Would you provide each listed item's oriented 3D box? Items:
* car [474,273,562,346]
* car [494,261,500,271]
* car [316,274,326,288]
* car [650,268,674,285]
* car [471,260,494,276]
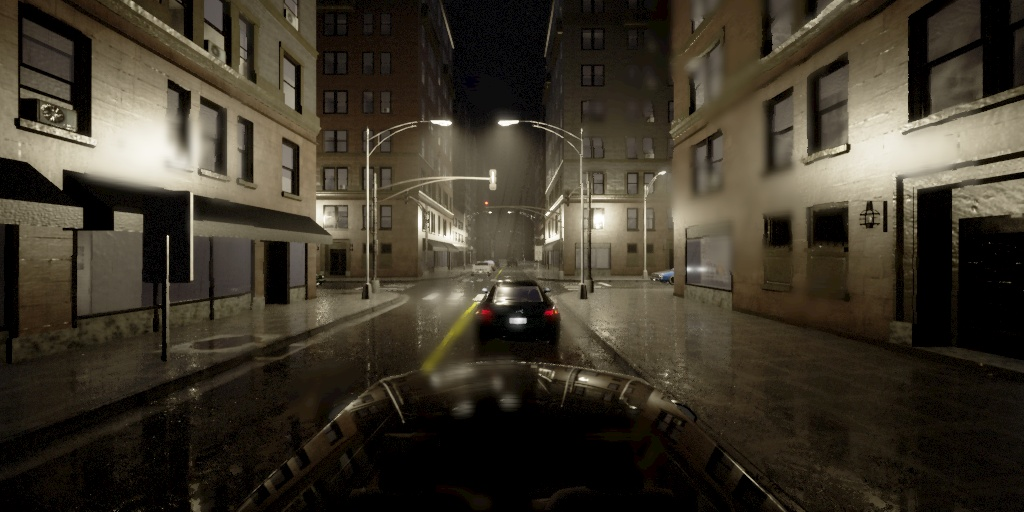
[{"bbox_3d":[0.114,1.314,9.458,1.994,1.385,4.181,0,0,-1],"label":"car"},{"bbox_3d":[-3.098,1.293,47.823,2.033,1.411,5.357,0,0,0],"label":"car"},{"bbox_3d":[-14.028,1.387,21.829,4.718,1.301,1.895,0,0,0],"label":"car"},{"bbox_3d":[12.613,1.261,25.119,5.357,1.411,2.033,0,0,0],"label":"car"},{"bbox_3d":[-3.110,1.274,37.295,1.812,1.442,4.674,0,0,-1],"label":"car"}]
